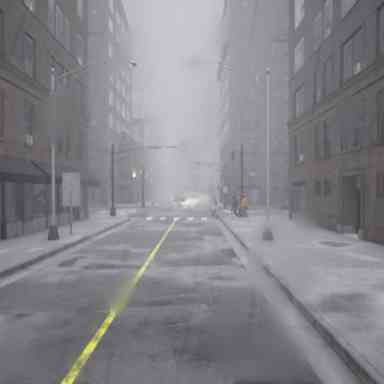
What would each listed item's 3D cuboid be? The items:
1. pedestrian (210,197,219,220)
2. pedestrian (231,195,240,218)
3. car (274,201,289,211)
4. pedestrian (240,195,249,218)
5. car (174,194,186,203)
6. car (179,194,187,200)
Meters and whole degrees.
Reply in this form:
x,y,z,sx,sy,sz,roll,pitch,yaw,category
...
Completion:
x,y,z,sx,sy,sz,roll,pitch,yaw,category
1.744,1.241,26.483,0.375,1.860,0.375,0,0,0,pedestrian
3.277,1.090,25.269,0.375,1.860,0.375,0,0,0,pedestrian
11.998,1.606,39.993,4.206,1.307,1.802,1,0,1,car
4.044,1.091,25.862,0.375,1.860,0.375,0,0,0,pedestrian
-2.479,1.165,65.779,2.097,1.767,4.553,0,0,1,car
-2.305,1.272,82.076,1.812,1.442,4.674,0,0,0,car
